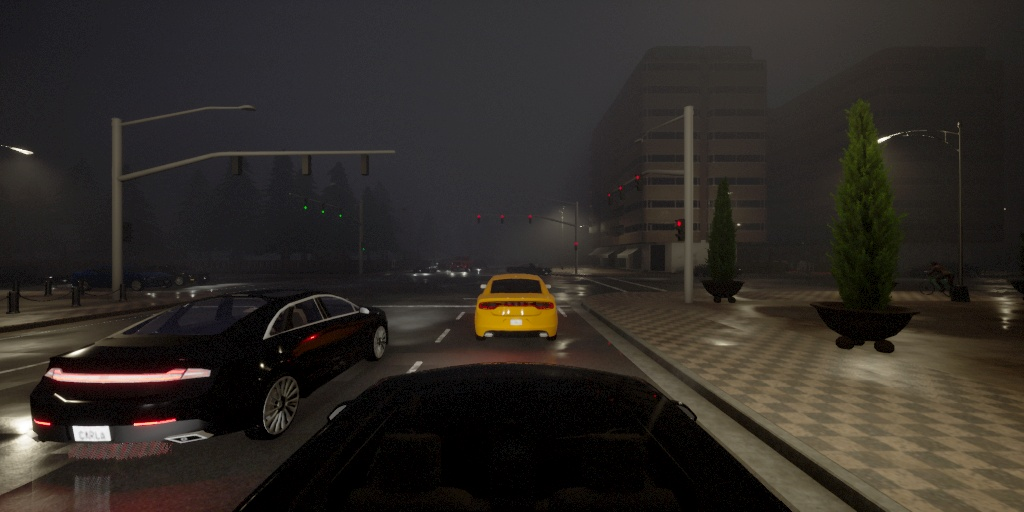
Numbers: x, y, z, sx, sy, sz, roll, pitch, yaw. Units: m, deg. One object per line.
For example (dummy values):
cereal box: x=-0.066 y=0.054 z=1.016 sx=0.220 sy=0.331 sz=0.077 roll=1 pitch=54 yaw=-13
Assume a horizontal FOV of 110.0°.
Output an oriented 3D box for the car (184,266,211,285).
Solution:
car: x=-24.015 y=1.310 z=25.241 sx=4.892 sy=1.490 sz=1.837 roll=0 pitch=0 yaw=1

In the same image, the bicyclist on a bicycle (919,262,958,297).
bicyclist on a bicycle: x=20.288 y=1.106 z=17.061 sx=0.582 sy=1.620 sz=1.656 roll=0 pitch=0 yaw=0

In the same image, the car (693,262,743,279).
car: x=18.216 y=1.297 z=32.538 sx=4.902 sy=1.511 sz=2.128 roll=0 pitch=0 yaw=0

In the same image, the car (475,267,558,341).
car: x=0.107 y=1.228 z=9.946 sx=1.882 sy=1.535 sz=5.008 roll=0 pitch=0 yaw=0

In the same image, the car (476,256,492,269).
car: x=-5.319 y=1.255 z=58.541 sx=1.837 sy=1.490 sz=4.892 roll=0 pitch=0 yaw=15

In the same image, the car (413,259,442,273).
car: x=-10.400 y=1.297 z=43.601 sx=2.033 sy=1.411 sz=5.357 roll=0 pitch=0 yaw=2

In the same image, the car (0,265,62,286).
car: x=-34.103 y=1.353 z=25.204 sx=5.357 sy=1.411 sz=2.033 roll=0 pitch=0 yaw=0

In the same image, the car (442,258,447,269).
car: x=-9.729 y=1.103 z=53.102 sx=2.097 sy=1.767 sz=4.553 roll=0 pitch=0 yaw=7

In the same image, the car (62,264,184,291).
car: x=-23.431 y=1.283 z=21.731 sx=5.008 sy=1.535 sz=1.882 roll=0 pitch=0 yaw=0

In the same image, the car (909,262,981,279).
car: x=39.227 y=1.283 z=32.570 sx=5.008 sy=1.535 sz=1.882 roll=0 pitch=0 yaw=0

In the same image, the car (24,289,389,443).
car: x=-3.423 y=1.242 z=5.364 sx=2.128 sy=1.511 sz=4.902 roll=0 pitch=0 yaw=1

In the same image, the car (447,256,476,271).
car: x=-6.709 y=0.971 z=48.428 sx=2.150 sy=2.045 sz=5.566 roll=0 pitch=0 yaw=4

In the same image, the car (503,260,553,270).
car: x=1.667 y=1.360 z=35.679 sx=4.718 sy=1.301 sz=1.895 roll=0 pitch=1 yaw=41
